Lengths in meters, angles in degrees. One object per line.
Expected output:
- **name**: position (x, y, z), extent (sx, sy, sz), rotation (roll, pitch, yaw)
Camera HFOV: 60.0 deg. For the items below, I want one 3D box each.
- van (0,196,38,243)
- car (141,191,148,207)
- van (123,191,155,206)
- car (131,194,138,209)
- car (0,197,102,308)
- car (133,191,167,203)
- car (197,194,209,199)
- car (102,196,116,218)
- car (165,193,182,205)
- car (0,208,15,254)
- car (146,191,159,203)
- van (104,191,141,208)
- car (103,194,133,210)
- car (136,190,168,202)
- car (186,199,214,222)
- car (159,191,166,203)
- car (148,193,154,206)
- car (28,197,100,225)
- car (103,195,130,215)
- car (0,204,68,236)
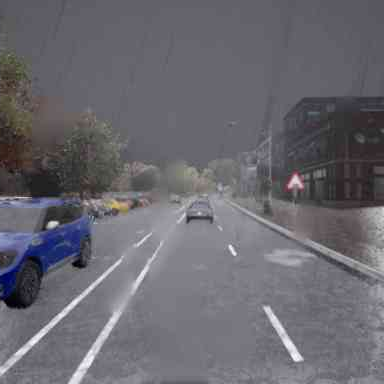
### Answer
- **van**: position (-9.397, 1.218, 14.812), extent (4.442, 1.987, 1.878), rotation (-1, 1, -19)
- **car**: position (-8.322, 1.140, 41.544), extent (4.553, 1.767, 2.185), rotation (-1, 0, -17)
- **van**: position (-8.013, 0.953, 50.382), extent (4.442, 1.987, 1.878), rotation (-1, 1, -17)
- **car**: position (-8.577, 1.347, 35.623), extent (4.792, 1.488, 2.163), rotation (-1, 1, -18)
- **car**: position (-4.175, 1.200, 8.216), extent (2.150, 2.045, 5.566), rotation (0, 0, 1)
- **car**: position (-7.492, 0.824, 59.308), extent (5.566, 2.045, 2.435), rotation (-1, 0, -17)
- **car**: position (1.287, 1.309, 41.999), extent (2.033, 1.411, 5.357), rotation (0, 1, 2)
- **car**: position (-8.933, 1.382, 26.737), extent (4.892, 1.521, 2.231), rotation (-1, 0, -18)
- **car**: position (-2.616, 1.181, 51.635), extent (1.837, 1.490, 4.892), rotation (0, 0, 3)
- **car**: position (-9.339, 1.454, 11.883), extent (5.008, 1.535, 2.097), rotation (-1, 0, -19)
- **car**: position (-8.064, 0.957, 47.456), extent (5.566, 2.045, 2.435), rotation (-1, 1, -18)
- **van**: position (-8.530, 1.068, 38.551), extent (4.442, 1.987, 1.878), rotation (-1, 1, -17)
- **car**: position (-8.859, 1.340, 32.617), extent (5.366, 1.575, 1.946), rotation (-1, 1, -18)
- **car**: position (-7.411, 0.791, 62.235), extent (5.566, 2.045, 2.435), rotation (-1, 1, -17)
- **car**: position (0.594, 1.465, 25.055), extent (1.994, 1.385, 4.181), rotation (0, 0, 2)
- **car**: position (-7.476, 1.104, 56.410), extent (5.366, 1.575, 1.946), rotation (-1, 0, -18)
- **car**: position (-8.170, 1.237, 44.516), extent (5.008, 1.535, 2.097), rotation (-1, 0, -18)
- **car**: position (-9.005, 1.273, 23.773), extent (4.553, 1.767, 2.185), rotation (-1, 1, -18)
- **car**: position (-8.632, 1.356, 29.764), extent (5.366, 1.575, 1.946), rotation (-1, 0, -18)
- **car**: position (-9.214, 1.469, 17.827), extent (4.674, 1.452, 2.002), rotation (-1, 0, -19)
